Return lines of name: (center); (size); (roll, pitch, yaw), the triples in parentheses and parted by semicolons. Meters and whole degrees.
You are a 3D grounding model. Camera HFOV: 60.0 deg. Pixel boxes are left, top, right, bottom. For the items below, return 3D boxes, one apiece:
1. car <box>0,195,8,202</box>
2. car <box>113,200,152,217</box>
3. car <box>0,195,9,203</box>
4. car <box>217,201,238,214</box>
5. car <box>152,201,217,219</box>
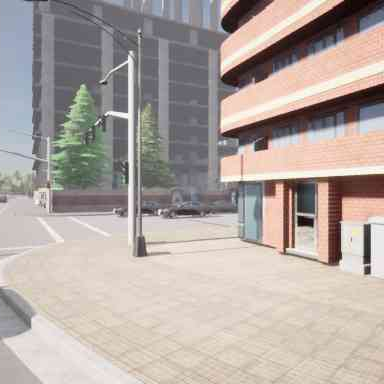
car: (-42.472, 1.500, 74.885); (1.837, 1.490, 4.892); (0, 0, -27)
car: (-4.949, 1.547, 31.568); (4.902, 1.511, 2.128); (0, 0, -27)
car: (-37.951, 1.595, 66.027); (1.895, 1.301, 4.718); (0, 0, -27)
car: (3.016, 1.619, 35.566); (4.181, 1.385, 1.994); (0, 0, -27)
car: (-0.644, 1.547, 29.811); (4.902, 1.511, 2.128); (0, 0, -27)
